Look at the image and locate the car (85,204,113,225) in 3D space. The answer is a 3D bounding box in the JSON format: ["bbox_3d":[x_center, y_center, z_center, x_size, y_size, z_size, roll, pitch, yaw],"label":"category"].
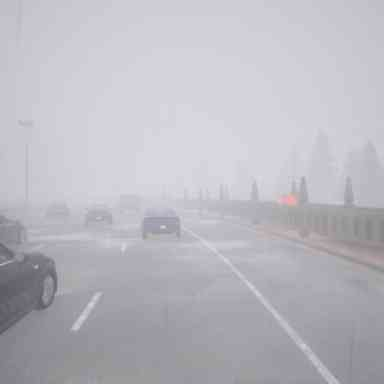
[{"bbox_3d":[-6.840,1.577,24.531,1.812,1.442,4.674,0,0,-14],"label":"car"}]

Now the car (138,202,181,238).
[{"bbox_3d":[-1.805,1.492,18.029,1.882,1.535,5.008,0,0,-10],"label":"car"}]

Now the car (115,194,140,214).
[{"bbox_3d":[-7.214,1.295,37.229,2.150,2.045,5.566,0,0,-21],"label":"car"}]

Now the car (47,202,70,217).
[{"bbox_3d":[-12.710,1.666,31.802,1.994,1.385,4.181,0,0,-19],"label":"car"}]

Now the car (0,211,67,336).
[{"bbox_3d":[-3.740,1.367,4.965,2.097,1.767,4.553,0,0,-2],"label":"car"}]

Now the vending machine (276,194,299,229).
[{"bbox_3d":[5.854,1.172,20.461,1.100,2.100,0.880,0,0,-11],"label":"vending machine"}]
